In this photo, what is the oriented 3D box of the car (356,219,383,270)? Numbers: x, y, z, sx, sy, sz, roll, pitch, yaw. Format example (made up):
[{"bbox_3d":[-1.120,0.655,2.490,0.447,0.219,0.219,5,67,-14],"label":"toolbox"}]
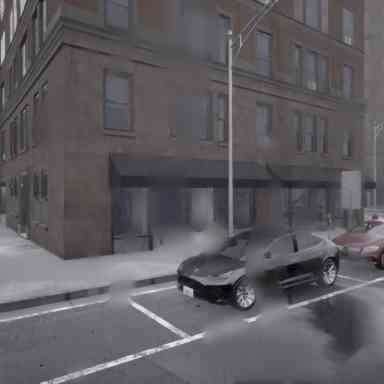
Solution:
[{"bbox_3d":[6.180,1.582,10.942,4.206,1.307,1.802,0,0,-35],"label":"car"}]

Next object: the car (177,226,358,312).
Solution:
[{"bbox_3d":[1.702,1.566,7.748,4.313,1.339,1.947,0,0,-35],"label":"car"}]
